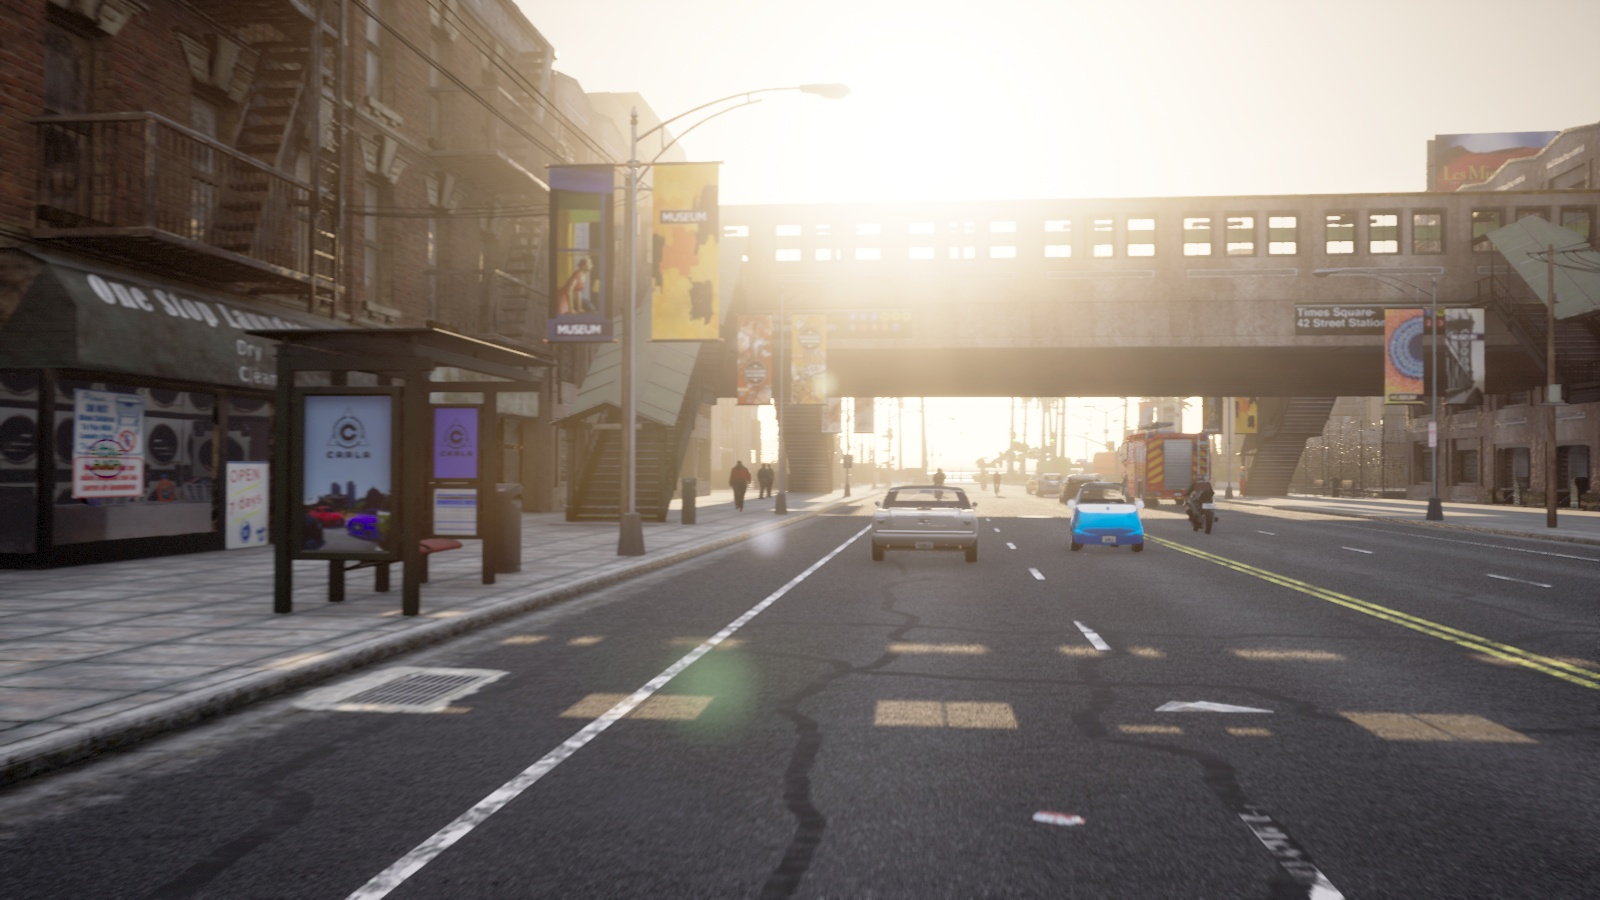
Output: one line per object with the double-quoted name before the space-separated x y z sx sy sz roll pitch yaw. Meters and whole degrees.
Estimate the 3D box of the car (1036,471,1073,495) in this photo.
"car" 16.301 2.081 80.527 1.970 1.475 3.806 0 -1 7

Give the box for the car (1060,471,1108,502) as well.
"car" 14.236 1.809 63.203 1.882 1.535 5.008 0 -1 7

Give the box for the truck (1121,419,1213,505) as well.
"truck" 17.322 0.600 59.776 2.891 3.827 8.468 0 -1 7

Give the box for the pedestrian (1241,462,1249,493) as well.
"pedestrian" 26.612 1.651 75.116 0.345 1.836 0.594 0 -1 8

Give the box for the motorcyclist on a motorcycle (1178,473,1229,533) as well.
"motorcyclist on a motorcycle" 10.567 1.371 32.977 0.866 1.530 2.191 0 -1 7

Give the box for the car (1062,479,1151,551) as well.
"car" 6.148 1.276 25.354 1.481 1.376 2.207 0 -1 7

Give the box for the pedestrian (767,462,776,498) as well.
"pedestrian" -1.446 1.554 64.333 0.331 1.846 0.634 0 -1 10

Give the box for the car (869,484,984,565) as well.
"car" 2.377 1.298 23.246 1.895 1.301 4.718 0 -1 7

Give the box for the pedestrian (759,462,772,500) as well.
"pedestrian" -1.676 1.501 61.130 0.370 1.835 0.726 -1 -1 20

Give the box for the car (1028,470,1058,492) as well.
"car" 17.460 2.216 90.430 1.801 1.575 5.366 0 -1 7

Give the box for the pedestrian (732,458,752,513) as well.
"pedestrian" -1.980 1.195 42.824 0.634 1.844 0.899 0 -1 0
